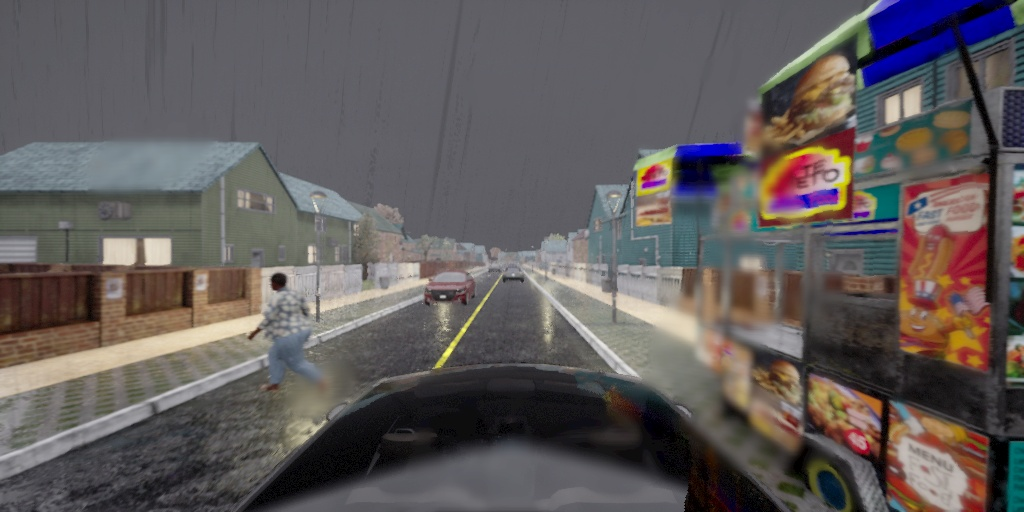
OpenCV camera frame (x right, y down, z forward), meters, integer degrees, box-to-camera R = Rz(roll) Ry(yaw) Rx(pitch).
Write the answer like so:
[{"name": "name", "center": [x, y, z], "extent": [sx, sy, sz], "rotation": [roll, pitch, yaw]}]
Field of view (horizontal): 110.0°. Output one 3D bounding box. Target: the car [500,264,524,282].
[{"name": "car", "center": [0.114, 1.719, 34.239], "extent": [1.994, 1.385, 4.181], "rotation": [0, -1, 0]}]

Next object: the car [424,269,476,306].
[{"name": "car", "center": [-2.842, 1.421, 17.257], "extent": [1.882, 1.535, 5.008], "rotation": [0, 0, 0]}]

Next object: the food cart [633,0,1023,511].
[{"name": "food cart", "center": [3.011, 0.241, 3.757], "extent": [2.280, 3.560, 4.660], "rotation": [0, 0, 0]}]

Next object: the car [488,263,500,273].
[{"name": "car", "center": [-2.798, 1.937, 57.977], "extent": [1.882, 1.535, 5.008], "rotation": [0, -1, 0]}]

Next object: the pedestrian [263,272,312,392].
[{"name": "pedestrian", "center": [-3.255, 1.087, 5.201], "extent": [0.375, 1.860, 0.375], "rotation": [-1, 1, -2]}]
